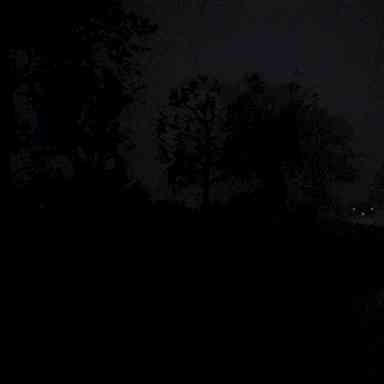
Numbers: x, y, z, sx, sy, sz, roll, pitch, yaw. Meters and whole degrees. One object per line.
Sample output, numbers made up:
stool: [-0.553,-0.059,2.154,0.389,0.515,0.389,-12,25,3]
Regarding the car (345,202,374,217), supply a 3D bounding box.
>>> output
car: [15.770,1.609,31.395,1.895,1.301,4.718,0,0,18]
